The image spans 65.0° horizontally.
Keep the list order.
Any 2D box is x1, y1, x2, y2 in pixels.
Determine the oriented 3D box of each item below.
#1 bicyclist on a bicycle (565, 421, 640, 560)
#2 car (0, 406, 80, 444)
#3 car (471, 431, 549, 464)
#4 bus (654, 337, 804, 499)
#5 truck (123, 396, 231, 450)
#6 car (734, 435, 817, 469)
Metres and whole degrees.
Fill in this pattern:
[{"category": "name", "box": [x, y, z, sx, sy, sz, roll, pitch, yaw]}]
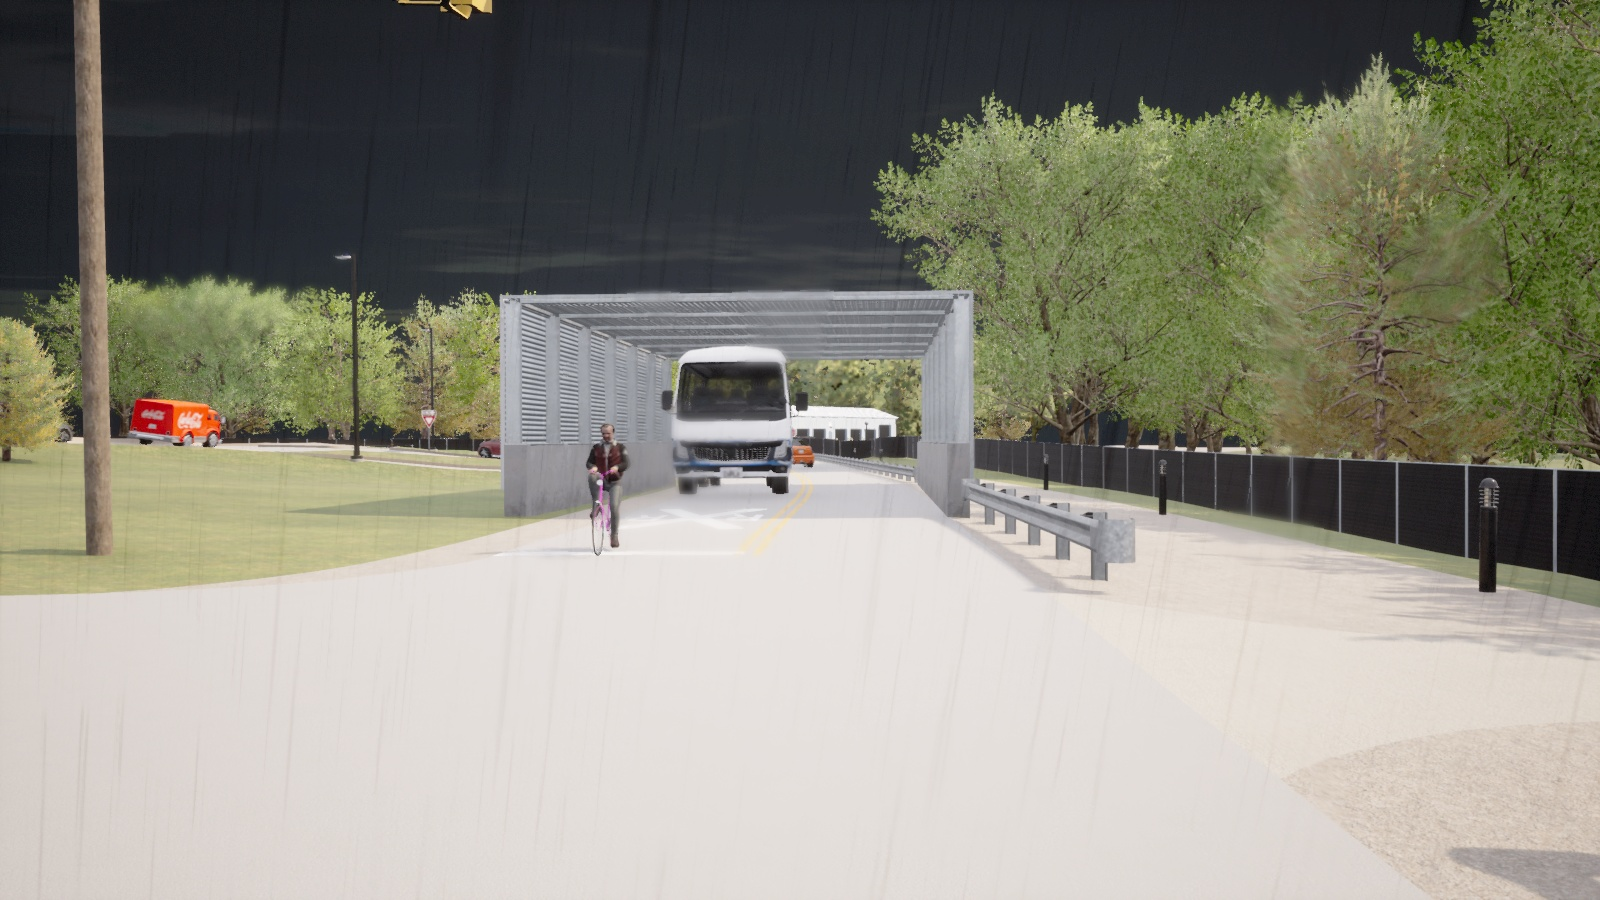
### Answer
[{"category": "bicyclist on a bicycle", "box": [-2.641, 0.517, 16.995, 0.659, 1.776, 1.843, 0, 0, 2]}, {"category": "car", "box": [-33.913, -1.108, 54.771, 2.007, 1.525, 4.514, 2, 0, 7]}, {"category": "car", "box": [-16.003, -0.143, 69.422, 3.705, 1.549, 1.789, 4, 0, 12]}, {"category": "bus", "box": [-1.860, -0.880, 38.295, 3.944, 4.253, 10.273, 0, 0, 0]}, {"category": "truck", "box": [-33.487, -1.414, 67.691, 2.627, 2.467, 5.204, 7, 1, 5]}, {"category": "car", "box": [-1.383, 0.074, 68.315, 2.097, 1.767, 4.553, 0, 1, -40]}]
